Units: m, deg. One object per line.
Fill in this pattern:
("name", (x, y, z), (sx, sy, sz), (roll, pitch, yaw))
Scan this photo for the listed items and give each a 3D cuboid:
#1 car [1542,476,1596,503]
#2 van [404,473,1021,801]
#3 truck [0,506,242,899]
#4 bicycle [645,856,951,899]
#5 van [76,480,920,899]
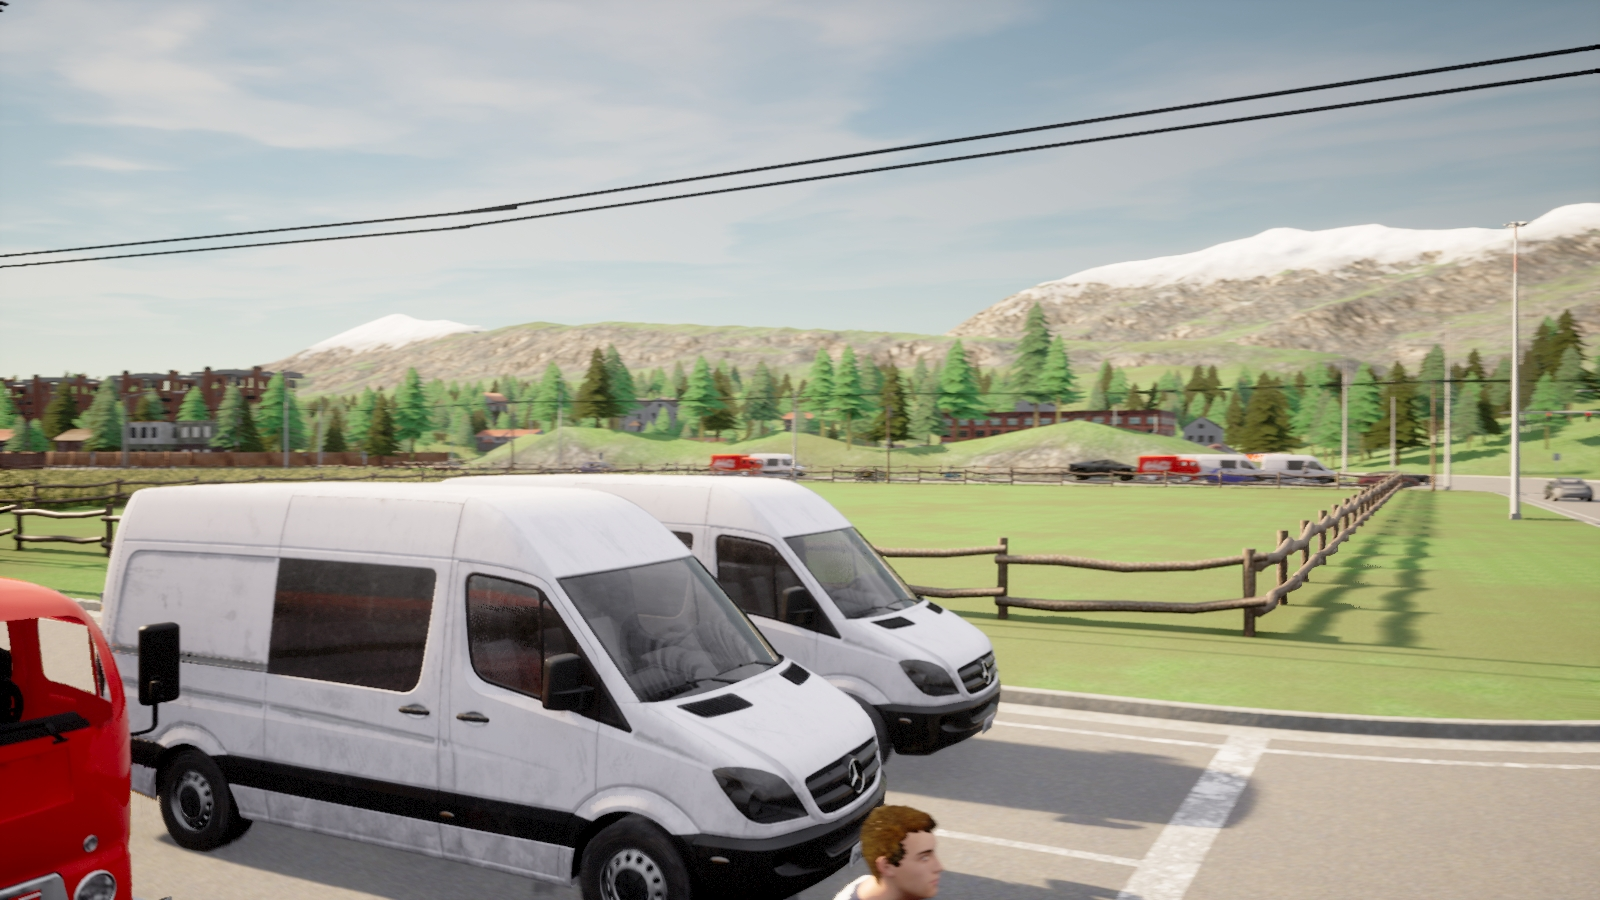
("car", (44.388, 2.244, 66.007), (1.994, 1.385, 4.181), (0, 0, 26))
("van", (-0.973, 1.549, 11.370), (5.915, 2.561, 1.988), (0, 0, 26))
("truck", (-5.841, 1.573, 5.989), (5.204, 2.467, 2.627), (0, 0, 27))
("bicycle", (0.358, 2.061, 3.160), (1.643, 1.496, 0.373), (1, -1, 25))
("van", (-2.284, 1.543, 8.128), (5.915, 2.561, 1.988), (0, 0, 25))
